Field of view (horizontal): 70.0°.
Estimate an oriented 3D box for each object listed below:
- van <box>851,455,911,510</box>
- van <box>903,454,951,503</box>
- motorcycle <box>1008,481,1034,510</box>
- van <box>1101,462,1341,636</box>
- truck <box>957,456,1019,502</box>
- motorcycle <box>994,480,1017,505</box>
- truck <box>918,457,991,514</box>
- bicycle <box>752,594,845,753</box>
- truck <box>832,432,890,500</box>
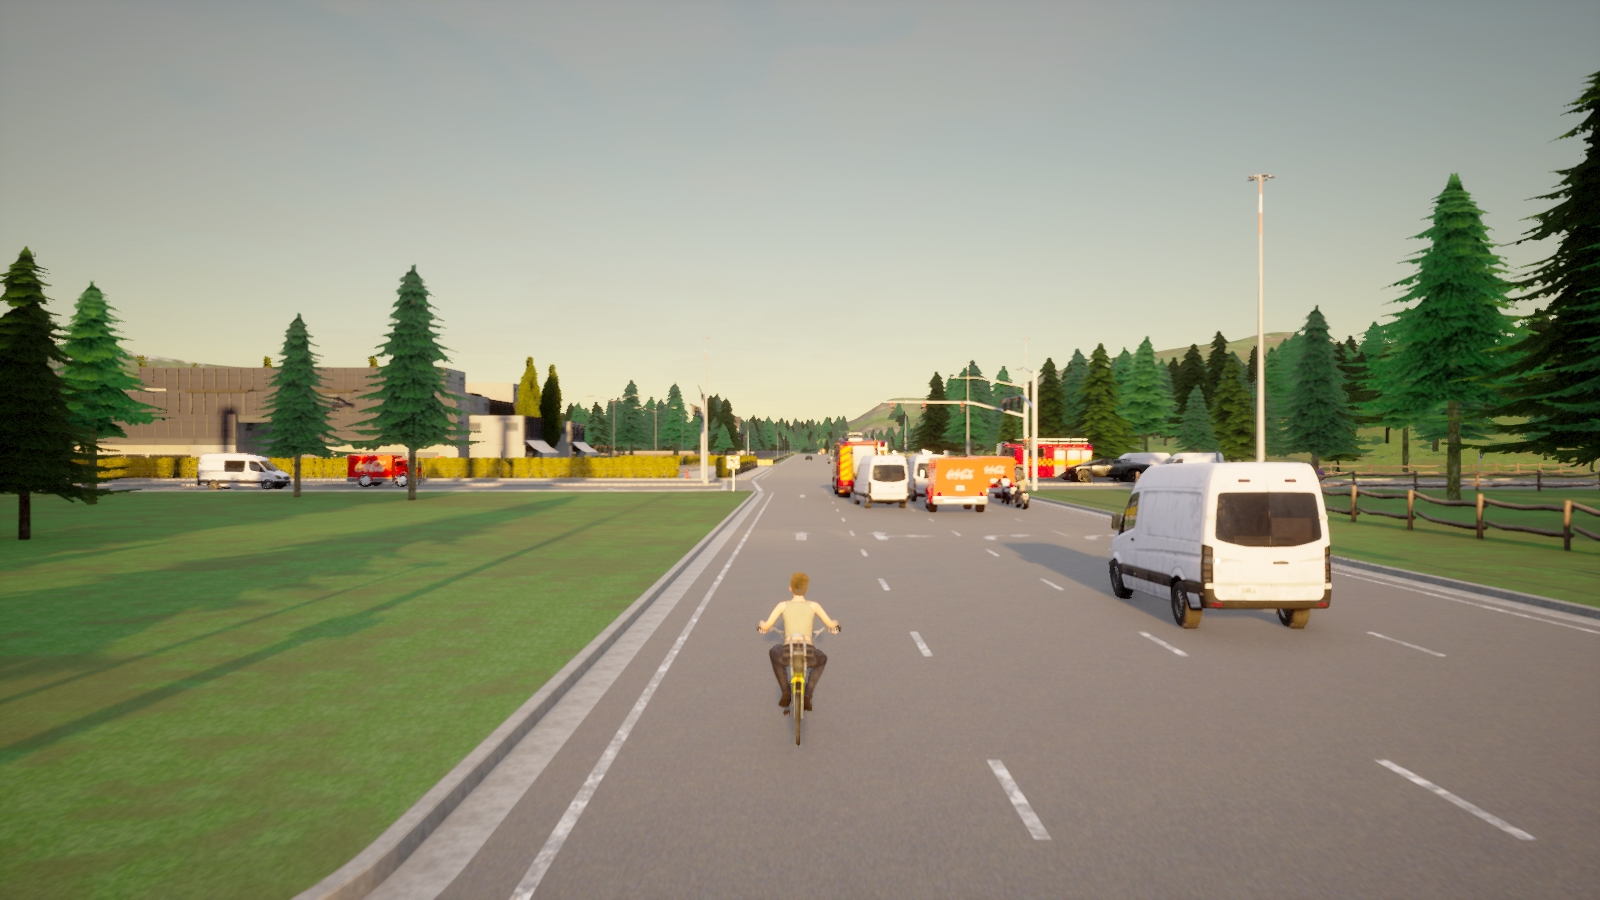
[{"bbox_3d":[3.929,1.534,56.460,1.988,2.561,5.915,0,0,-5],"label":"van"},{"bbox_3d":[7.002,1.534,63.582,1.988,2.561,5.915,0,0,0],"label":"van"},{"bbox_3d":[10.500,2.155,54.297,0.764,1.307,2.356,0,0,0],"label":"motorcycle"},{"bbox_3d":[6.986,1.528,19.824,1.988,2.561,5.915,0,-1,0],"label":"van"},{"bbox_3d":[10.486,1.568,64.228,2.627,2.467,5.204,0,0,0],"label":"truck"},{"bbox_3d":[10.498,2.186,58.491,0.803,1.199,2.033,0,0,0],"label":"motorcycle"},{"bbox_3d":[6.998,1.565,52.422,2.627,2.467,5.204,0,0,0],"label":"truck"},{"bbox_3d":[-0.013,2.158,11.285,0.859,1.276,1.487,0,0,0],"label":"bicycle"},{"bbox_3d":[3.557,0.890,68.937,2.891,3.827,8.468,0,0,-1],"label":"truck"}]
